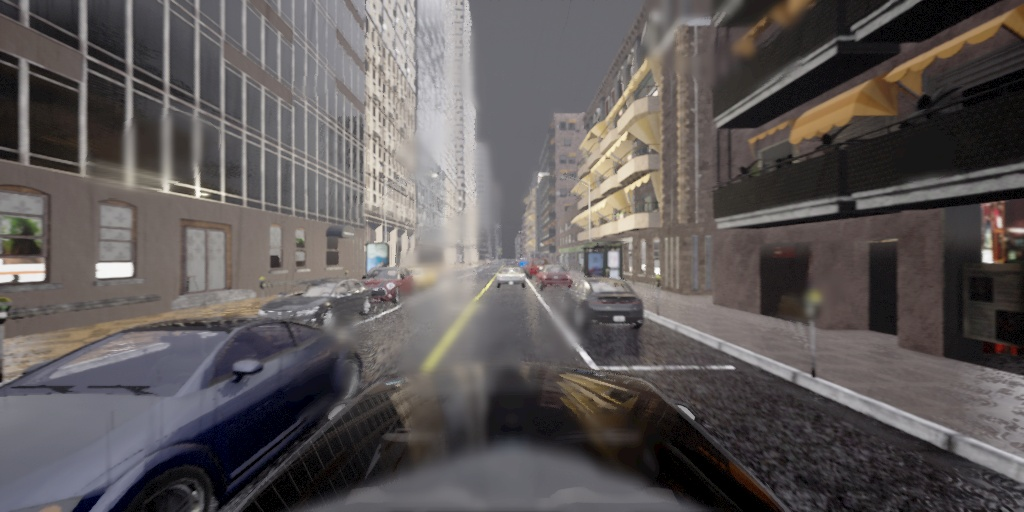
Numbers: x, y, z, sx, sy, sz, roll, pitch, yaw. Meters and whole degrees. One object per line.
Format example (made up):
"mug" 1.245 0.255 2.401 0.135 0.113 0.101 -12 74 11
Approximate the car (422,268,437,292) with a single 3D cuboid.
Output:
"car" -5.828 1.365 22.114 1.751 1.417 4.829 0 0 0

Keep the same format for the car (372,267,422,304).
"car" -5.788 1.261 16.636 1.967 1.591 4.097 0 0 0

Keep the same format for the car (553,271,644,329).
"car" 2.633 1.319 11.048 2.007 1.370 4.403 0 0 0

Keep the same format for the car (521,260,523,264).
"car" 2.388 1.465 44.938 1.802 1.307 4.207 0 0 0

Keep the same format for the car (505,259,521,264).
"car" -0.225 1.393 47.537 2.128 1.511 4.902 0 0 0

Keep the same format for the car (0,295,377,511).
"car" -3.106 1.332 3.425 1.994 1.385 4.181 0 0 0

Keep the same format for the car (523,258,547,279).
"car" 2.470 1.159 33.642 2.192 1.841 5.009 0 0 0

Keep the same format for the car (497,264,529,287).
"car" -0.065 1.427 25.065 1.895 1.301 4.718 0 0 0

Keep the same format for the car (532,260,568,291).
"car" 2.551 1.246 22.344 1.967 1.591 4.097 0 0 0

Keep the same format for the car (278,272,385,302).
"car" -5.747 1.353 10.987 2.007 1.370 4.403 0 0 0
